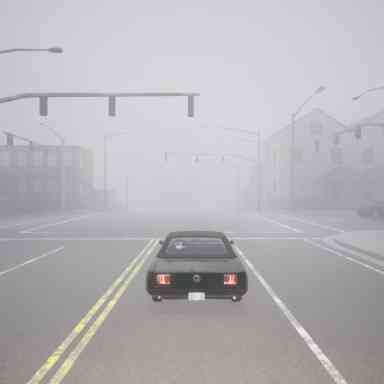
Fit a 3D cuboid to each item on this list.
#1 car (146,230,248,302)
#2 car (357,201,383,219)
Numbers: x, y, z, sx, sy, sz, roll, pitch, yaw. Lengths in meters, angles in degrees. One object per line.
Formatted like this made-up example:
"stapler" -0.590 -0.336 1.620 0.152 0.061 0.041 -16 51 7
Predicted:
"car" 0.106 1.601 8.234 1.895 1.301 4.718 0 0 0
"car" 16.674 1.477 28.200 5.008 1.535 1.882 0 0 -1
